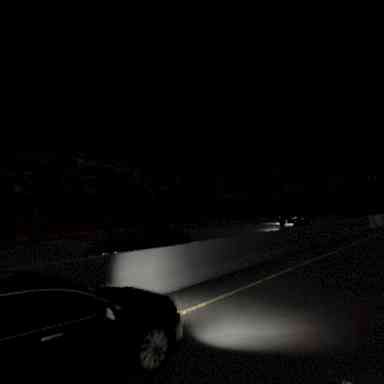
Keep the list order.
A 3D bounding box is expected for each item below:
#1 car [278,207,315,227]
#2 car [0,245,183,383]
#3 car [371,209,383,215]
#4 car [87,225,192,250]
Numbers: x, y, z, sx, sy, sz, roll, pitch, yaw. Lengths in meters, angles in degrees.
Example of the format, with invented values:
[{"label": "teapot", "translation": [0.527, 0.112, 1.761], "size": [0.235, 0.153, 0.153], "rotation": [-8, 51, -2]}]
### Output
[{"label": "car", "translation": [11.252, 2.616, 35.528], "size": [2.150, 2.045, 5.566], "rotation": [-3, -3, 40]}, {"label": "car", "translation": [-2.117, 1.720, 3.884], "size": [1.837, 1.490, 4.892], "rotation": [-3, -3, 38]}, {"label": "car", "translation": [26.282, 3.115, 45.833], "size": [4.902, 1.511, 2.128], "rotation": [1, -3, -40]}, {"label": "car", "translation": [-1.969, 2.136, 13.489], "size": [1.837, 1.490, 4.892], "rotation": [-3, -4, 38]}]
